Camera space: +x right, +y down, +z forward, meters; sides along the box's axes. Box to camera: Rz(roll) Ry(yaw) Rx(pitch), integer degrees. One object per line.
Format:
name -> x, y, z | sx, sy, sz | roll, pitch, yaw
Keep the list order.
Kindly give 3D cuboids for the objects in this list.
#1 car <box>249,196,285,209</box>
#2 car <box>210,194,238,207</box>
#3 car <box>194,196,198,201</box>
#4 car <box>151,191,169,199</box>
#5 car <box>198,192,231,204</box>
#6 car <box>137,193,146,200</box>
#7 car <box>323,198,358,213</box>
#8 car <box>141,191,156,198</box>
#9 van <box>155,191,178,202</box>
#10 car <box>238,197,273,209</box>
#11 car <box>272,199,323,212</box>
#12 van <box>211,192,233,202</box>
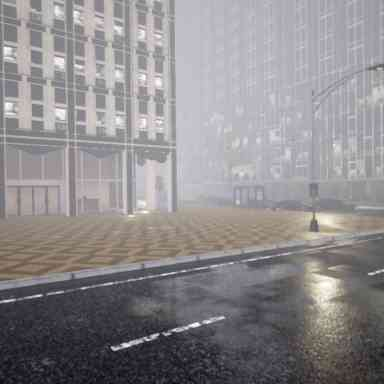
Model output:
car -> 9.578, 1.307, 42.773 | 1.994, 1.385, 4.181 | -1, 1, -35
car -> 4.833, 1.311, 45.023 | 1.947, 1.339, 4.313 | -1, 1, -35
car -> 2.113, 1.032, 63.847 | 1.802, 1.307, 4.206 | -1, 1, -35
car -> -7.556, 0.604, 77.888 | 2.192, 1.841, 5.009 | -1, 1, -35
car -> 3.688, 1.196, 51.348 | 2.033, 1.411, 5.357 | -1, 1, -34
car -> -11.236, 1.030, 68.459 | 2.008, 1.369, 4.403 | 0, 1, -35
car -> 14.976, 1.355, 34.936 | 1.812, 1.442, 4.674 | -1, 1, -34
car -> -10.779, 0.674, 82.571 | 1.967, 1.590, 4.097 | -1, 1, -35
van -> -4.790, 0.928, 59.094 | 1.690, 1.788, 3.998 | -1, 1, -35
car -> 8.008, 1.380, 40.309 | 1.802, 1.307, 4.206 | -1, 1, -35
car -> 11.217, 1.415, 35.615 | 1.947, 1.339, 4.313 | -1, 1, -35
van -> 5.335, 0.844, 59.162 | 1.690, 1.788, 3.998 | -1, 1, -35
